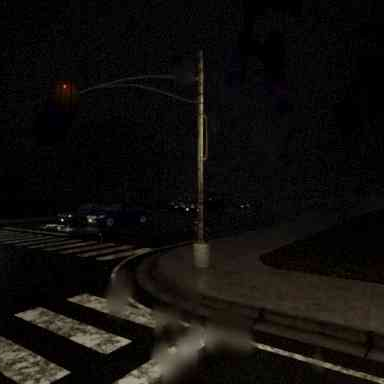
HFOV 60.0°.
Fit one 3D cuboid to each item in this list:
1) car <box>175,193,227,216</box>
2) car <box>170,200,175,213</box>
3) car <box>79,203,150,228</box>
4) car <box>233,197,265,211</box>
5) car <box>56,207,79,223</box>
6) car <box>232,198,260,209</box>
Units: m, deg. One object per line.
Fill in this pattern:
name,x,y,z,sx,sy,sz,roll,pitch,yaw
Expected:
car,1.179,1.122,30.740,2.150,2.045,5.566,0,0,35
car,0.008,1.125,34.744,2.150,2.045,5.566,0,0,35
car,-4.820,1.463,22.146,1.812,1.442,4.674,0,0,36
car,6.991,1.373,39.056,1.837,1.490,4.892,0,0,35
car,-7.098,1.492,24.484,2.033,1.411,5.357,0,0,38
car,7.364,1.466,45.248,1.895,1.301,4.718,0,0,35
